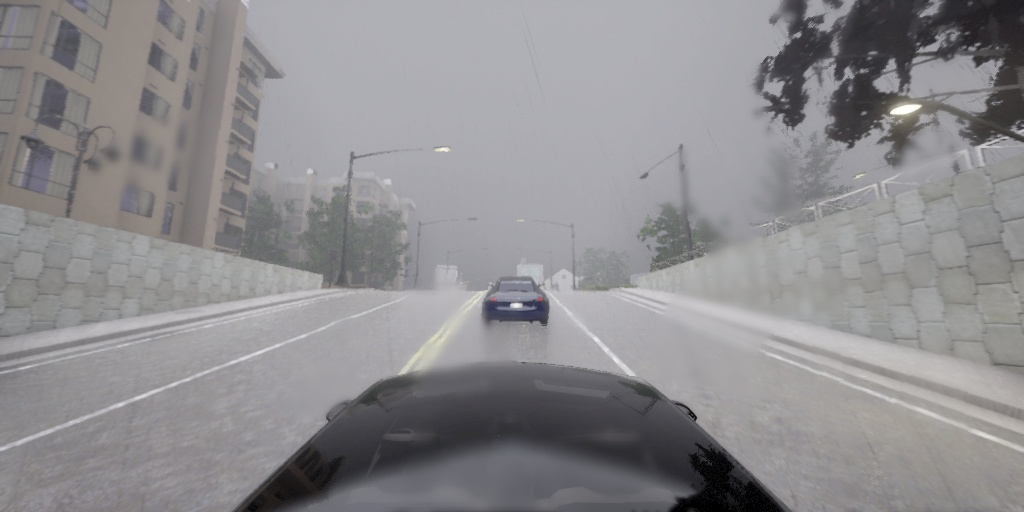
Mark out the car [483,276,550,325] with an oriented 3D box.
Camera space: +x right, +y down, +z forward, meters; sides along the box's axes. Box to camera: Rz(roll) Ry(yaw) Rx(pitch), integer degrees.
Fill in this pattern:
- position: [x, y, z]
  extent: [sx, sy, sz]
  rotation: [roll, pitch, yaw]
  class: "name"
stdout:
- position: [0.129, 1.344, 11.915]
  extent: [1.994, 1.385, 4.181]
  rotation: [0, 0, 0]
  class: "car"
